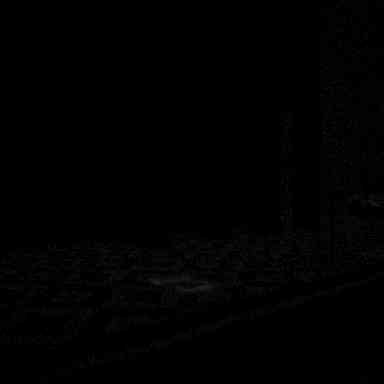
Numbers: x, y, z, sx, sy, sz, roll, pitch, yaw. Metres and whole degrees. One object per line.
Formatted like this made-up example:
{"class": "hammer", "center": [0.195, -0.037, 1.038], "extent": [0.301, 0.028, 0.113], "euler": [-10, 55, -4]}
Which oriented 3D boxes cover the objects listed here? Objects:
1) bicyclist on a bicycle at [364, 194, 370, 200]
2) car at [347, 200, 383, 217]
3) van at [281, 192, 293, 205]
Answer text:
{"class": "bicyclist on a bicycle", "center": [20.789, 1.019, 39.608], "extent": [1.656, 1.620, 0.582], "euler": [0, 1, -36]}
{"class": "car", "center": [14.771, 1.359, 28.275], "extent": [2.008, 1.369, 4.403], "euler": [1, 0, -36]}
{"class": "van", "center": [12.199, 0.920, 46.549], "extent": [1.690, 1.788, 3.998], "euler": [1, 0, -36]}
